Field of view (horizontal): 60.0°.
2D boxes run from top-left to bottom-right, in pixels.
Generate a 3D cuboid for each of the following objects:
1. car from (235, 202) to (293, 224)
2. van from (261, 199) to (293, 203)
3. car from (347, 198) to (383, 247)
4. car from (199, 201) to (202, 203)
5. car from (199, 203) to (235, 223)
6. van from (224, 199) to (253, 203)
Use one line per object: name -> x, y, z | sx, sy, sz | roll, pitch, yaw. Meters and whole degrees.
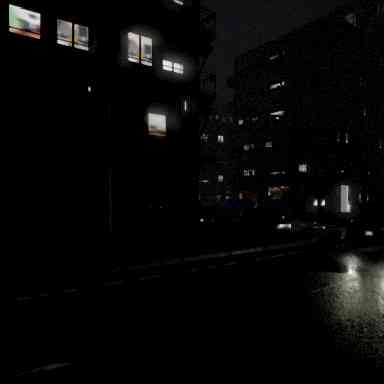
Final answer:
car -> 5.907, 1.802, 27.399 | 1.994, 1.385, 4.181 | 0, -1, -36
van -> 8.541, 1.603, 33.562 | 1.690, 1.788, 3.998 | -1, 0, -36
car -> 8.828, 1.247, 13.964 | 5.566, 2.045, 2.150 | 2, -1, -36
car -> 0.352, 1.713, 34.961 | 2.097, 1.767, 4.553 | 0, -1, -36
car -> 1.798, 1.875, 28.649 | 1.802, 1.307, 4.206 | -1, 0, -36
van -> 5.228, 1.676, 38.080 | 1.690, 1.788, 3.998 | -1, 0, -36
